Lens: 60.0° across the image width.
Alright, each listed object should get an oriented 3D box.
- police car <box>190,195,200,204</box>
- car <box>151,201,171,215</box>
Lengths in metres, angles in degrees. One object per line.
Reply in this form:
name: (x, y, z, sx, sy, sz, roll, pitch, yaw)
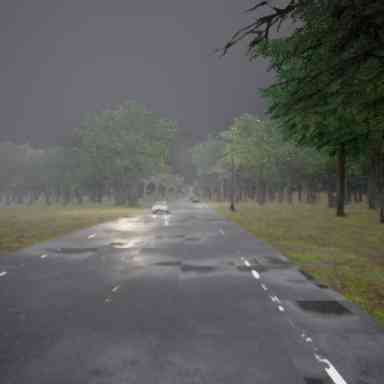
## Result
police car: (1.059, 2.388, 91.294, 1.930, 1.638, 5.238, 0, -1, 0)
car: (-3.586, 1.837, 38.710, 1.812, 1.442, 4.674, 0, -1, 0)
